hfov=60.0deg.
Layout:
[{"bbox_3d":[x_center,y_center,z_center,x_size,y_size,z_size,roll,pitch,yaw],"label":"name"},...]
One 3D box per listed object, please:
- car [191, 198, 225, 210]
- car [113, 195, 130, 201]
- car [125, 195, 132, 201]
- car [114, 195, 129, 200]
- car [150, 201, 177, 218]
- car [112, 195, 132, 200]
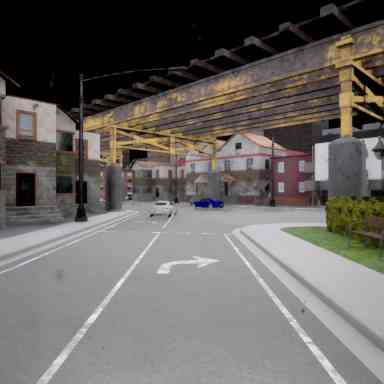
[{"bbox_3d":[2.006,1.477,43.717,1.882,1.535,5.008,0,0,-45],"label":"car"},{"bbox_3d":[-17.637,1.452,83.746,2.038,1.542,4.974,0,0,15],"label":"car"},{"bbox_3d":[-16.954,1.452,80.078,4.974,1.542,2.038,0,0,-15],"label":"car"},{"bbox_3d":[-17.624,1.295,83.796,1.853,1.218,4.536,0,0,15],"label":"car"},{"bbox_3d":[-2.552,1.526,30.486,1.812,1.442,4.674,0,0,7],"label":"car"},{"bbox_3d":[-16.904,1.295,80.091,4.536,1.218,1.853,0,0,-15],"label":"car"}]
